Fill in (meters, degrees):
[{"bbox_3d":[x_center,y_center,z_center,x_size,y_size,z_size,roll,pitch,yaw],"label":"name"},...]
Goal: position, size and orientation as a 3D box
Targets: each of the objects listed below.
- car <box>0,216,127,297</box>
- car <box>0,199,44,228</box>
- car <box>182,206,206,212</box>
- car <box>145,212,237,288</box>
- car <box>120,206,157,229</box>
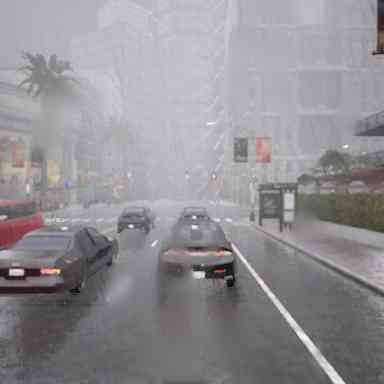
[{"bbox_3d":[-3.381,1.611,8.921,2.033,1.411,5.357,0,0,0],"label":"car"},{"bbox_3d":[-7.059,1.301,11.328,2.150,2.045,5.566,0,0,0],"label":"car"},{"bbox_3d":[0.139,1.652,20.767,1.837,1.490,4.892,0,0,0],"label":"car"},{"bbox_3d":[0.124,1.560,9.472,2.128,1.511,4.902,0,0,0],"label":"car"},{"bbox_3d":[-3.360,1.652,20.785,1.837,1.490,4.892,0,0,0],"label":"car"}]
